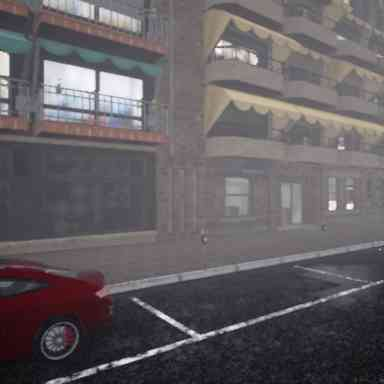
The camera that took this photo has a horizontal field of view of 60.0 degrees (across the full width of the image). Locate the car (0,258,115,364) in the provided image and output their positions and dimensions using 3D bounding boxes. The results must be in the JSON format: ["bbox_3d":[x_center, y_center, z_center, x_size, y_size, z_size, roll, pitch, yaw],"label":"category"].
[{"bbox_3d":[-3.117,1.584,4.301,4.206,1.307,1.802,1,-1,-36],"label":"car"}]
